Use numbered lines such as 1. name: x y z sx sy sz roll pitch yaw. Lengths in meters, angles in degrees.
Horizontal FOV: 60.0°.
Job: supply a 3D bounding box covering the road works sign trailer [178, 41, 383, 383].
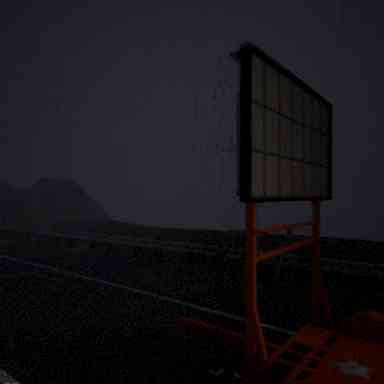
1. road works sign trailer: 0.962 0.497 3.795 2.880 3.560 2.380 0 0 38
